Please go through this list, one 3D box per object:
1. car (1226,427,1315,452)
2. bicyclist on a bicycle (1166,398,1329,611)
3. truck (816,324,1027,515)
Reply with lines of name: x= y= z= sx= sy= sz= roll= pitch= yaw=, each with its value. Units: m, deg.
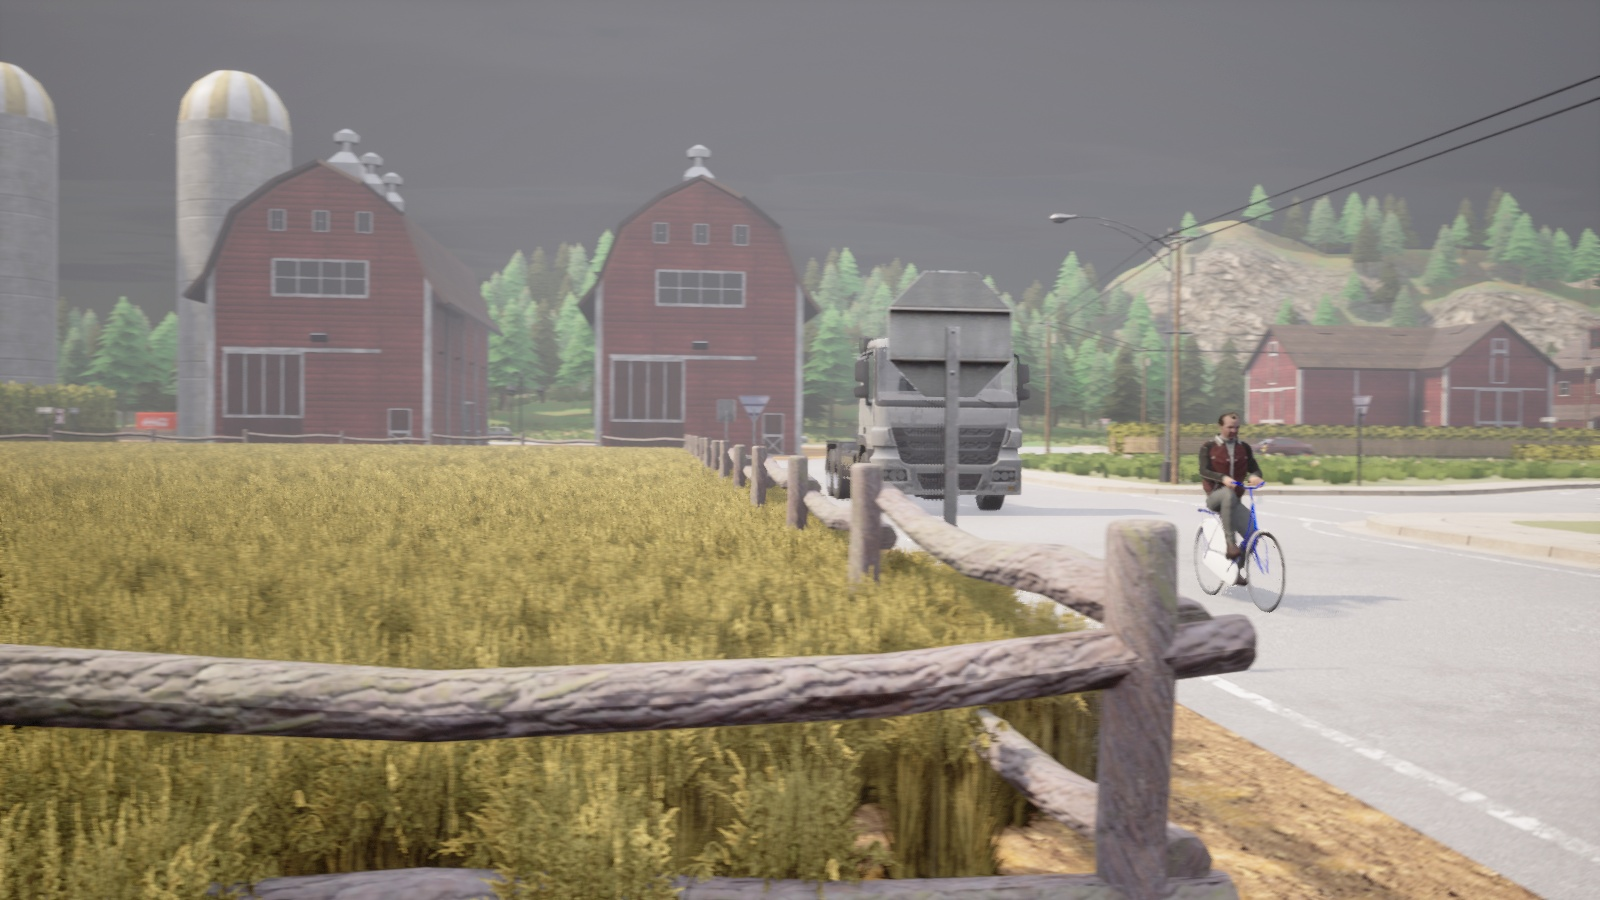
car: x=28.275 y=-0.651 z=75.564 sx=4.674 sy=1.442 sz=1.812 roll=-1 pitch=1 yaw=-6
bicyclist on a bicycle: x=4.029 y=0.448 z=11.471 sx=0.659 sy=1.776 sz=1.843 roll=-1 pitch=1 yaw=-6
truck: x=2.293 y=-0.623 z=26.941 sx=2.891 sy=3.462 sz=7.936 roll=-1 pitch=1 yaw=-6
